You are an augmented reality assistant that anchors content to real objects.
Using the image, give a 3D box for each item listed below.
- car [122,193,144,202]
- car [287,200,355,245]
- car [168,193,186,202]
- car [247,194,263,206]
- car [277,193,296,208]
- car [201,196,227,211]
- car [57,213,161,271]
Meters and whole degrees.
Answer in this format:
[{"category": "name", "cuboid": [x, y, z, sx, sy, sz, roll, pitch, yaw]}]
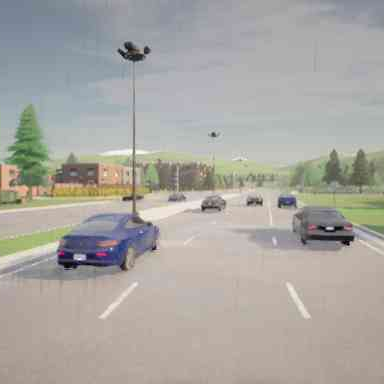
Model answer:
[{"category": "car", "cuboid": [-9.006, 0.854, 50.961, 1.895, 1.301, 4.718, 0, 1, 13]}, {"category": "car", "cuboid": [5.472, 1.317, 14.370, 2.033, 1.411, 5.357, 0, 1, 12]}, {"category": "car", "cuboid": [-2.170, 0.824, 49.453, 1.994, 1.385, 4.181, 0, 1, 13]}, {"category": "car", "cuboid": [7.794, 0.950, 40.897, 1.895, 1.301, 4.718, 0, 1, 13]}, {"category": "car", "cuboid": [10.514, 0.889, 37.036, 1.882, 1.535, 5.008, 0, 1, 13]}, {"category": "car", "cuboid": [2.121, 1.043, 31.629, 2.033, 1.411, 5.357, 0, 1, 13]}, {"category": "car", "cuboid": [-2.318, 1.360, 10.244, 1.812, 1.442, 4.674, 0, 1, 9]}]
